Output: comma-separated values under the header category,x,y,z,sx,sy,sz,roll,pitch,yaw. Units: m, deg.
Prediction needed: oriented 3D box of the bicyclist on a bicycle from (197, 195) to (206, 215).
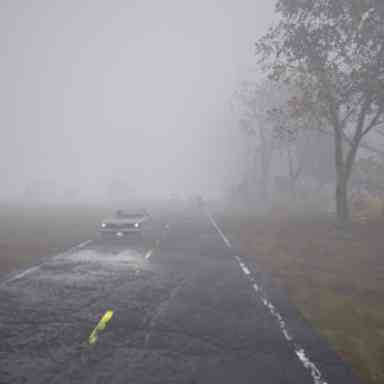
category,x,y,z,sx,sy,sz,roll,pitch,yaw
bicyclist on a bicycle,0.850,1.237,30.325,0.866,1.612,1.509,-1,0,0

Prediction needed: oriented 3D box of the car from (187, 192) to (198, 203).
category,x,y,z,sx,sy,sz,roll,pitch,yaw
car,0.058,1.148,58.080,1.812,1.442,4.674,0,1,0

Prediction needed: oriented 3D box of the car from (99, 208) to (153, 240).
category,x,y,z,sx,sy,sz,roll,pitch,yaw
car,-3.099,1.494,16.482,1.895,1.301,4.718,0,0,0

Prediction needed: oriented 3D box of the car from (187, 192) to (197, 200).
category,x,y,z,sx,sy,sz,roll,pitch,yaw
car,0.007,0.868,75.003,2.097,1.767,4.553,0,0,0

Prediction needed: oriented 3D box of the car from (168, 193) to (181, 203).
category,x,y,z,sx,sy,sz,roll,pitch,yaw
car,-3.038,0.969,59.006,2.097,1.767,4.553,0,0,0

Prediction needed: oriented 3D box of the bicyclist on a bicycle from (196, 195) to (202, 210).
category,x,y,z,sx,sy,sz,roll,pitch,yaw
bicyclist on a bicycle,0.816,1.200,38.668,0.582,1.620,1.656,-1,0,0
